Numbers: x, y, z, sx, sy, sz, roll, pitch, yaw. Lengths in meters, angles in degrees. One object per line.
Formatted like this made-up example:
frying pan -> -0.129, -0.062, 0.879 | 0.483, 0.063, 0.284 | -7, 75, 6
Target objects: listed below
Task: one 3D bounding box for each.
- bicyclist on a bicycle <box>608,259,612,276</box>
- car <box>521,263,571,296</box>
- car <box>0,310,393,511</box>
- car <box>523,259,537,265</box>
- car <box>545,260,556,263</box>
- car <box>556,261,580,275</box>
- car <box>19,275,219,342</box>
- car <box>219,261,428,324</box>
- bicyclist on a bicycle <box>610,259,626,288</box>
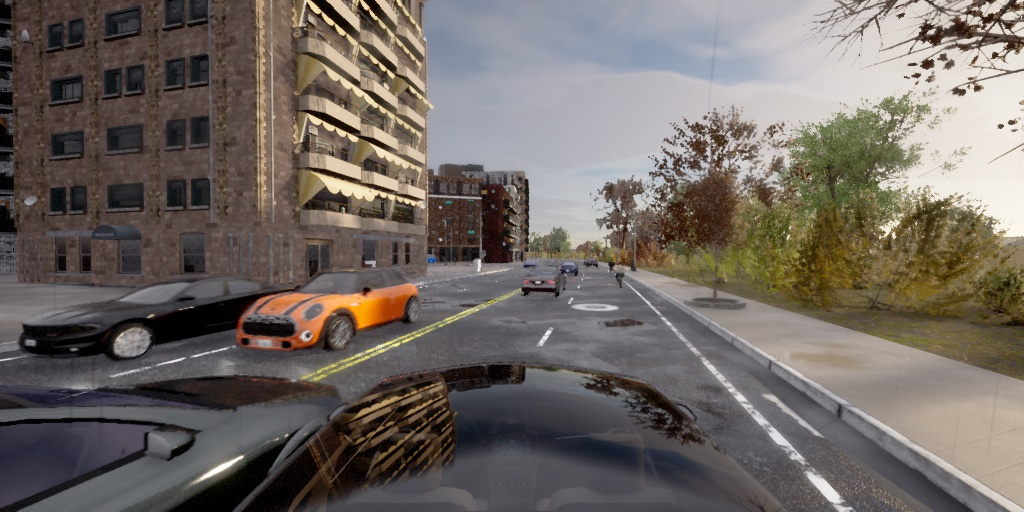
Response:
bicyclist on a bicycle -> 8.919, 1.111, 32.130 | 0.659, 1.776, 1.843 | 0, 0, 12
car -> 1.811, 1.293, 19.192 | 2.033, 1.411, 5.357 | 0, 0, 13
car -> -2.657, 1.314, 1.637 | 1.994, 1.385, 4.181 | 0, 0, 15
car -> 2.867, 1.247, 55.890 | 1.882, 1.535, 5.008 | 0, 0, 7
car -> 6.090, 1.339, 55.381 | 1.994, 1.385, 4.181 | 0, 0, 10
car -> 6.061, 1.265, 38.096 | 1.812, 1.442, 4.674 | 0, 0, 12
car -> -7.725, 1.228, 8.634 | 1.882, 1.535, 5.008 | 0, 0, 15
car -> -4.246, 1.101, 9.131 | 2.097, 1.767, 4.553 | 0, 0, 14
bicyclist on a bicycle -> 6.794, 1.180, 22.595 | 0.866, 1.612, 1.509 | 0, 0, 13
